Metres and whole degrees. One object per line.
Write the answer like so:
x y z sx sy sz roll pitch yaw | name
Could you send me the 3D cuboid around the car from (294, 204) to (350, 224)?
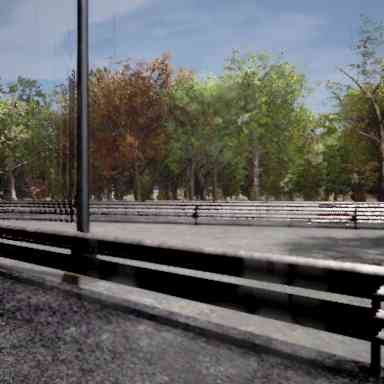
9.977 1.637 25.739 4.181 1.385 1.994 0 0 15 | car
